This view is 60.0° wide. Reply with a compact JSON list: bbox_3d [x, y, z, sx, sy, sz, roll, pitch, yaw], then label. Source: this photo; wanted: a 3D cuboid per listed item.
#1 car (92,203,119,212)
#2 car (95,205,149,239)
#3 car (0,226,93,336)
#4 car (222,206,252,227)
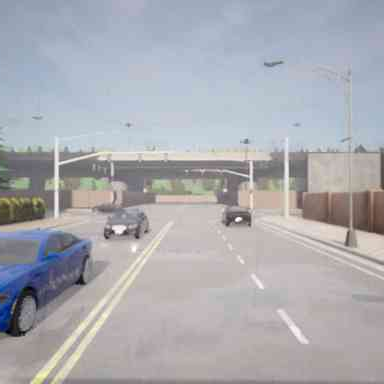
[{"bbox_3d":[-10.982,2.090,43.751,4.181,1.385,1.994,0,-1,17],"label":"car"},{"bbox_3d":[-3.592,1.733,18.884,2.128,1.511,4.902,0,-1,0],"label":"car"},{"bbox_3d":[-3.611,1.569,7.044,1.882,1.535,5.008,0,-1,0],"label":"car"},{"bbox_3d":[3.435,1.809,26.112,1.882,1.535,5.008,0,-1,0],"label":"car"}]
